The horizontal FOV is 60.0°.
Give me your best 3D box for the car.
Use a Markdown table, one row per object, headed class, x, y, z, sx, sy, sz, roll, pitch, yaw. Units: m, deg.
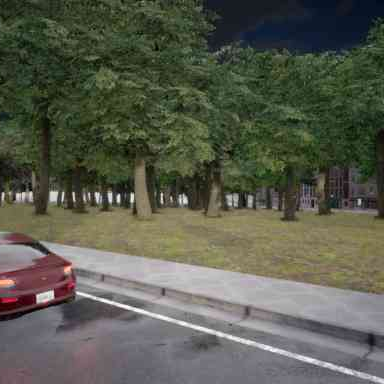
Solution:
| class | x | y | z | sx | sy | sz | roll | pitch | yaw |
| --- | --- | --- | --- | --- | --- | --- | --- | --- | --- |
| car | -4.221 | 1.525 | 6.724 | 4.674 | 1.442 | 1.812 | 0 | 0 | 36 |
